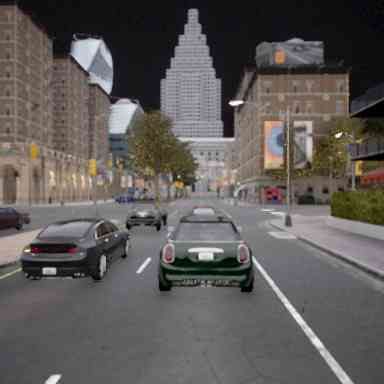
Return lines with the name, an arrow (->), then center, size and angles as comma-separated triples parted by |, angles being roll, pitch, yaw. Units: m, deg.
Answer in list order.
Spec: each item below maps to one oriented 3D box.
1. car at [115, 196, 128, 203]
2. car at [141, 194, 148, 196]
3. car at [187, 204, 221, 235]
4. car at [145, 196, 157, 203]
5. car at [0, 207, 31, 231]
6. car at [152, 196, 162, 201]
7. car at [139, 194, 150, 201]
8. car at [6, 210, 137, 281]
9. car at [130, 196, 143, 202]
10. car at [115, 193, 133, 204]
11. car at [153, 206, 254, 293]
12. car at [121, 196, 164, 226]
car -> -15.961, 1.654, 75.181 | 1.895, 1.301, 4.718 | 0, 0, 2
car -> -9.508, 1.532, 65.597 | 1.882, 1.535, 5.008 | 0, 0, 2
car -> 0.691, 1.544, 19.756 | 1.812, 1.442, 4.674 | 0, 0, 2
car -> -9.205, 1.658, 75.288 | 1.895, 1.301, 4.718 | 0, 0, 2
car -> -10.974, 1.558, 18.340 | 2.033, 1.411, 5.357 | 0, 0, 2
car -> -8.898, 1.625, 85.184 | 1.994, 1.385, 4.181 | 0, 0, 2
car -> -12.366, 1.427, 86.271 | 2.097, 1.767, 4.553 | 0, 0, 2
car -> -3.135, 1.514, 9.898 | 1.837, 1.490, 4.892 | 0, 0, 2
car -> -12.676, 1.602, 76.284 | 2.033, 1.411, 5.357 | 0, 0, 2
car -> -12.990, 1.274, 66.171 | 2.150, 2.045, 5.566 | 0, 0, 2
car -> 0.355, 1.361, 9.075 | 2.097, 1.767, 4.553 | 0, 0, 2
car -> -2.778, 1.370, 21.257 | 2.097, 1.767, 4.553 | 0, 0, 2
